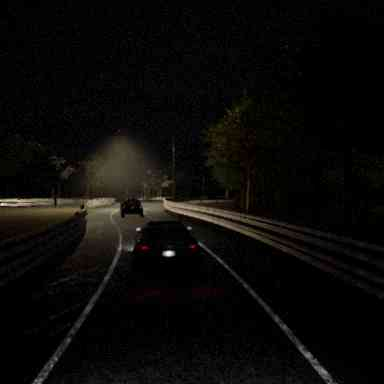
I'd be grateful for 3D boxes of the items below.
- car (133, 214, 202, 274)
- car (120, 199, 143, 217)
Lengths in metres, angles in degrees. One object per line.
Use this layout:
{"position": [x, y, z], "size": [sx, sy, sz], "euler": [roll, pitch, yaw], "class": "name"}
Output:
{"position": [-0.896, 1.638, 10.916], "size": [1.994, 1.385, 4.181], "euler": [0, 0, -8], "class": "car"}
{"position": [-6.116, 1.499, 33.621], "size": [2.097, 1.767, 4.553], "euler": [0, 0, -13], "class": "car"}
